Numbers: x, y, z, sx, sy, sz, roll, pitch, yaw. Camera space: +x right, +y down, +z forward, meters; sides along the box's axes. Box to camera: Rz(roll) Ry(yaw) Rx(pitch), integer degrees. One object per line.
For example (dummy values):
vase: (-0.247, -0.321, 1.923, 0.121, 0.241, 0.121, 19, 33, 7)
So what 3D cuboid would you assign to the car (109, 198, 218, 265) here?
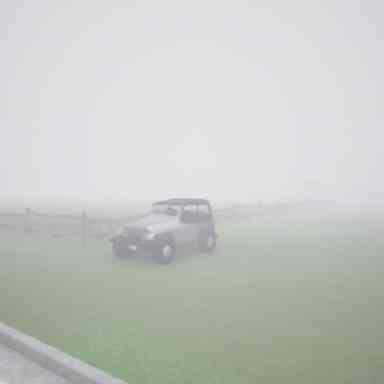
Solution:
car: (-0.714, 1.163, 11.037, 1.905, 1.878, 3.866, 1, 0, 35)
